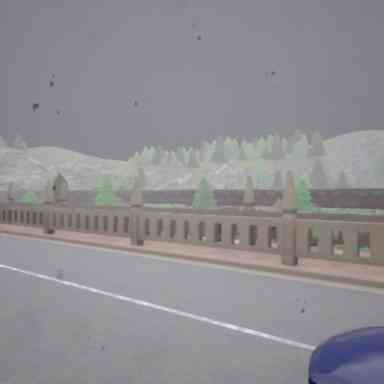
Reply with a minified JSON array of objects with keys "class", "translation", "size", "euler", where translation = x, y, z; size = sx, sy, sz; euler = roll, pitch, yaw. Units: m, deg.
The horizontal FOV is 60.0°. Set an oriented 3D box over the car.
[{"class":"car","translation":[3.045,1.526,1.819],"size":[4.674,1.442,1.812],"euler":[0,0,35]}]
